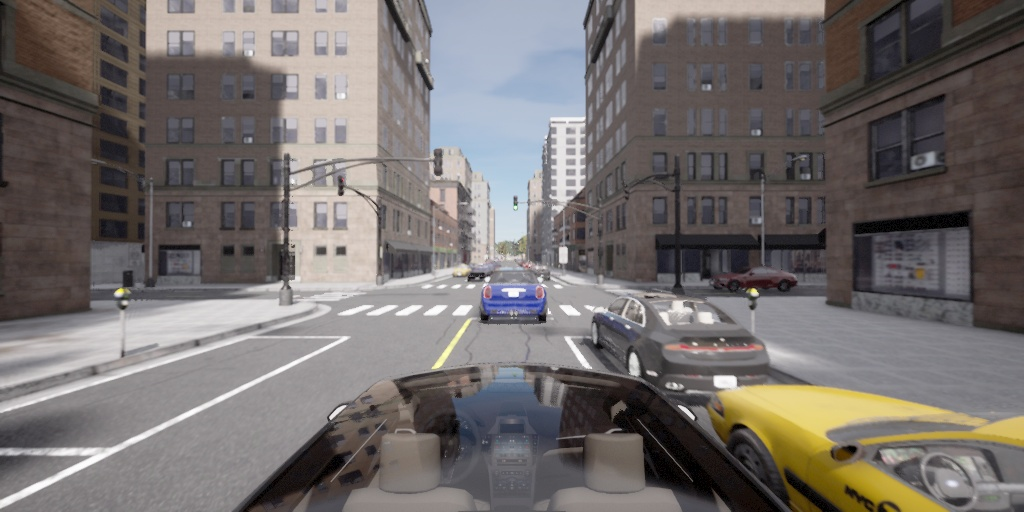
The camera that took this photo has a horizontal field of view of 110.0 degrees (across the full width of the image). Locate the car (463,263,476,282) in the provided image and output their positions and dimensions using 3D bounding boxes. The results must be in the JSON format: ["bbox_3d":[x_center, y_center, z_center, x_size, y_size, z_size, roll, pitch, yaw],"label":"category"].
[{"bbox_3d":[-2.856,1.567,32.087,1.895,1.301,4.718,0,0,1],"label":"car"}]

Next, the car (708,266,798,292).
[{"bbox_3d":[14.219,1.327,21.260,4.674,1.442,1.812,0,0,2],"label":"car"}]

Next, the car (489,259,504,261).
[{"bbox_3d":[-2.784,1.680,62.240,1.837,1.490,4.892,0,0,1],"label":"car"}]

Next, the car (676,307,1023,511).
[{"bbox_3d":[2.645,1.272,1.384,1.751,1.417,4.829,0,0,0],"label":"car"}]

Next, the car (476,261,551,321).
[{"bbox_3d":[0.066,1.182,12.918,2.097,1.767,4.553,0,0,0],"label":"car"}]

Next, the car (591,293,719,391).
[{"bbox_3d":[2.640,1.335,6.620,2.007,1.370,4.403,0,0,0],"label":"car"}]

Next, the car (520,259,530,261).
[{"bbox_3d":[2.646,1.574,56.222,1.967,1.591,4.097,0,0,0],"label":"car"}]

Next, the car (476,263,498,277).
[{"bbox_3d":[-2.838,1.582,41.829,2.033,1.411,5.357,0,0,1],"label":"car"}]

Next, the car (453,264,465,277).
[{"bbox_3d":[-5.382,1.541,39.007,1.751,1.417,4.829,0,0,0],"label":"car"}]
